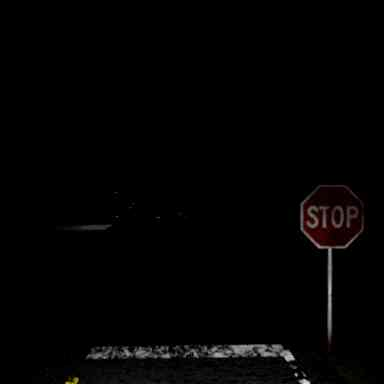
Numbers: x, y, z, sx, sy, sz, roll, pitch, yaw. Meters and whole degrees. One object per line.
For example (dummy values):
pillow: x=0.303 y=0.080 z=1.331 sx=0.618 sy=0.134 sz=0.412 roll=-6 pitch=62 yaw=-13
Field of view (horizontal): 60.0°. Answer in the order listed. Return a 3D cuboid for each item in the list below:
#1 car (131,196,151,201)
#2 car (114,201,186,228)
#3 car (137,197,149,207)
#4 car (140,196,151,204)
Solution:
car: x=-6.345 y=1.360 z=40.923 sx=2.097 sy=1.767 sz=4.553 roll=0 pitch=0 yaw=-7
car: x=-2.712 y=1.519 z=21.684 sx=4.674 sy=1.442 sz=1.812 roll=0 pitch=0 yaw=-3
car: x=-7.694 y=1.540 z=52.502 sx=1.812 sy=1.442 sz=4.674 roll=0 pitch=0 yaw=-7
car: x=-9.324 y=1.503 z=67.055 sx=1.882 sy=1.535 sz=5.008 roll=0 pitch=0 yaw=-6
